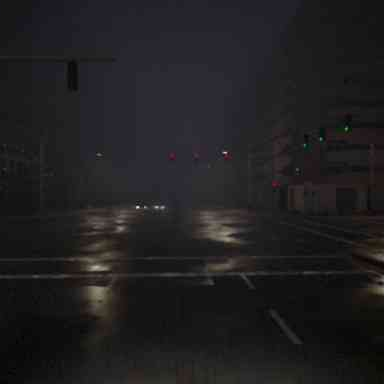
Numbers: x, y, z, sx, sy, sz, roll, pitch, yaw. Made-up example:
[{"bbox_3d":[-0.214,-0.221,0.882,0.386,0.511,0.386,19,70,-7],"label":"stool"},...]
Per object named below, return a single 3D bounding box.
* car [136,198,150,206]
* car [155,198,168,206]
[{"bbox_3d":[-9.880,2.177,66.124,1.895,1.301,4.718,0,0,-2],"label":"car"},{"bbox_3d":[-6.389,2.086,66.303,2.128,1.511,4.902,0,0,-2],"label":"car"}]
